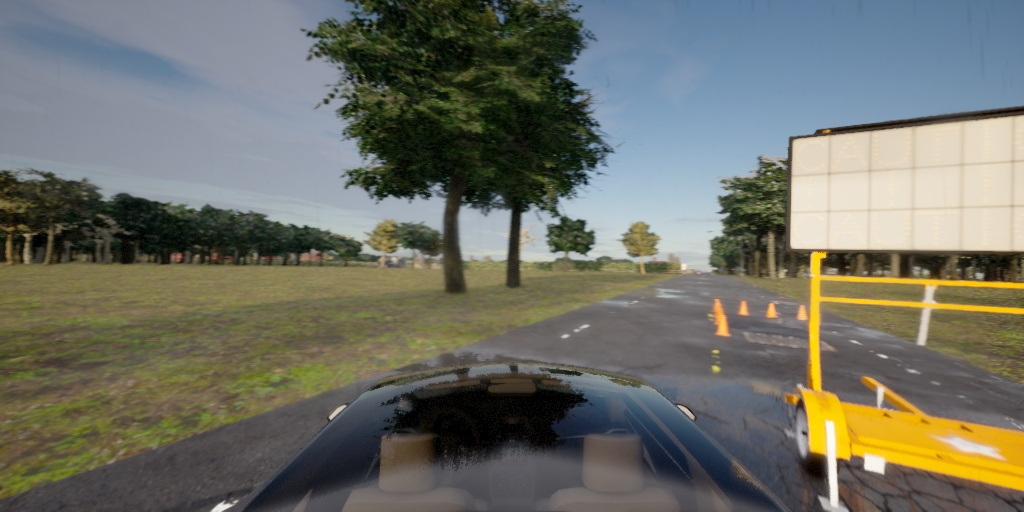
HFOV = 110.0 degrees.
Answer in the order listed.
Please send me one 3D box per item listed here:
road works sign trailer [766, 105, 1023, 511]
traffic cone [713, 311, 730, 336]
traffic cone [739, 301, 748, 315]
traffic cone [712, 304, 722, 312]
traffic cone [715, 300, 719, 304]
[{"bbox_3d":[4.216,0.378,3.719,2.380,3.560,2.880,0,0,28],"label":"road works sign trailer"},{"bbox_3d":[6.219,2.025,10.587,0.340,0.580,0.340,0,0,28],"label":"traffic cone"},{"bbox_3d":[9.938,2.209,15.397,0.340,0.580,0.340,0,0,28],"label":"traffic cone"},{"bbox_3d":[7.165,2.079,12.348,0.340,0.580,0.340,0,0,28],"label":"traffic cone"},{"bbox_3d":[8.112,2.133,14.109,0.340,0.580,0.340,0,0,28],"label":"traffic cone"}]
